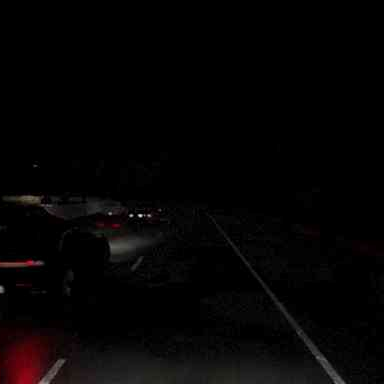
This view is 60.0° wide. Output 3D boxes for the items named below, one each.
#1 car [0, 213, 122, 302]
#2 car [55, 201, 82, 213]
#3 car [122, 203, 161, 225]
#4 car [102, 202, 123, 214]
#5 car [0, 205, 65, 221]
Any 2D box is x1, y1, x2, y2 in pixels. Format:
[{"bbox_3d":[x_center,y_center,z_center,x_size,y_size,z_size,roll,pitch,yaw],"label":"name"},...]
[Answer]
[{"bbox_3d":[-3.439,1.518,8.306,2.128,1.511,4.902,0,0,0],"label":"car"},{"bbox_3d":[-14.761,1.726,39.924,1.895,1.301,4.718,0,0,-6],"label":"car"},{"bbox_3d":[-3.426,1.625,24.602,2.033,1.411,5.357,0,0,0],"label":"car"},{"bbox_3d":[-6.974,1.621,30.514,1.812,1.442,4.674,0,0,-1],"label":"car"},{"bbox_3d":[-6.911,1.397,13.962,2.097,1.767,4.553,0,0,0],"label":"car"}]
